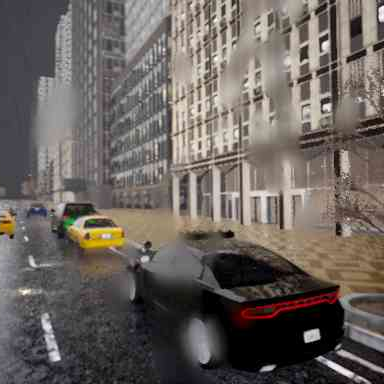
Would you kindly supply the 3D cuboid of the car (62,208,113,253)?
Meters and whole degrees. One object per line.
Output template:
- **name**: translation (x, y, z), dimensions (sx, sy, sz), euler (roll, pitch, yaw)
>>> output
- **car**: translation (-4.513, 1.723, 15.115), dimensions (1.801, 1.575, 5.366), euler (0, -1, -28)

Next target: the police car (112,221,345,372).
- **police car**: translation (0.203, 1.528, 6.205), dimensions (1.930, 1.638, 5.238), euler (0, -1, -28)

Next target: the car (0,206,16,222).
- **car**: translation (-19.154, 2.202, 33.955), dimensions (1.994, 1.385, 4.181), euler (0, -1, -28)

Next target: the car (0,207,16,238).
- **car**: translation (-11.568, 1.850, 19.646), dimensions (1.882, 1.535, 5.008), euler (0, -1, -28)

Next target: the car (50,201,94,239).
- **car**: translation (-7.247, 1.588, 20.281), dimensions (2.150, 2.045, 5.566), euler (0, -1, -28)

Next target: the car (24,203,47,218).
- **car**: translation (-18.675, 2.084, 39.884), dimensions (2.097, 1.767, 4.553), euler (0, -1, -27)
